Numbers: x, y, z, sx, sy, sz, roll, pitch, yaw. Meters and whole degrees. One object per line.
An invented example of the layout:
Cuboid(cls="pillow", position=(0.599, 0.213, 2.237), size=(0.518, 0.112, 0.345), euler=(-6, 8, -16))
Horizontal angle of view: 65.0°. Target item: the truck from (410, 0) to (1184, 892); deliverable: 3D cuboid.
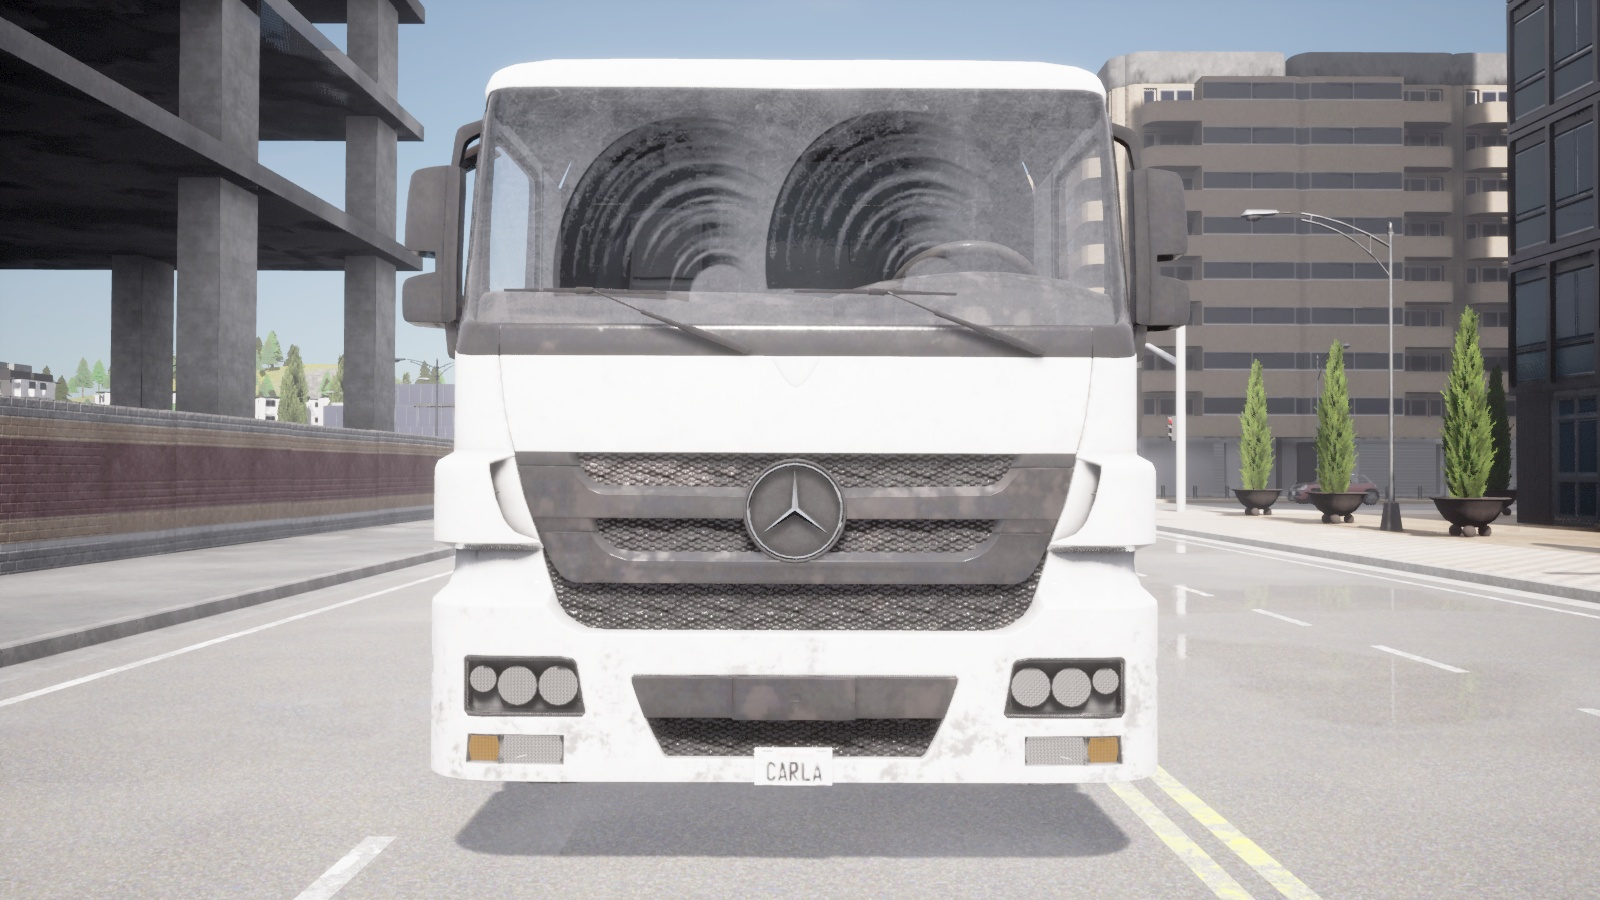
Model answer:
Cuboid(cls="truck", position=(-0.027, -0.022, 8.684), size=(2.891, 3.462, 7.936), euler=(0, -1, 0))

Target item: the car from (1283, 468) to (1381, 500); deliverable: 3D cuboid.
Cuboid(cls="car", position=(25.136, 1.619, 59.404), size=(3.806, 1.475, 1.970), euler=(0, -1, 0))
